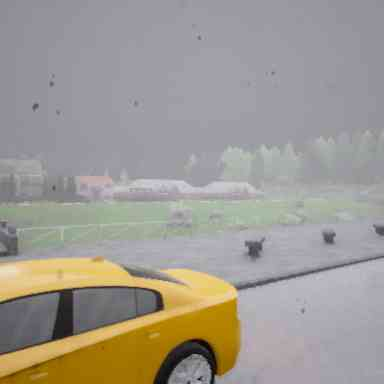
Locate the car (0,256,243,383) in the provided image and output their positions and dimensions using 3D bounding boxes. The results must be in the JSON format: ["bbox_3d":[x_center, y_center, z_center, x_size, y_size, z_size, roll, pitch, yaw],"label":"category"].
[{"bbox_3d":[-1.733,1.480,3.247,5.008,1.535,1.882,1,0,-35],"label":"car"}]
